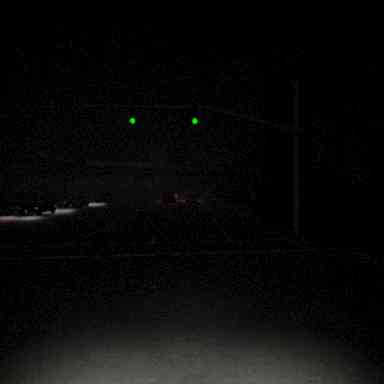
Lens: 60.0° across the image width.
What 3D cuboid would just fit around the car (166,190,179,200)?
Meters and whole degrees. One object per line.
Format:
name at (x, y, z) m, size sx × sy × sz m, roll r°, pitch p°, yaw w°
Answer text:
car at (-3.533, 0.586, 61.937) m, size 2.097 × 1.767 × 4.553 m, roll 0°, pitch 1°, yaw 0°

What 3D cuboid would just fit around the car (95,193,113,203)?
car at (-14.046, 0.887, 53.213) m, size 2.128 × 1.511 × 4.902 m, roll 0°, pitch 1°, yaw 0°

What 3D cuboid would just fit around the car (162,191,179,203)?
car at (-3.527, 0.912, 51.699) m, size 1.882 × 1.535 × 5.008 m, roll 0°, pitch 1°, yaw 0°

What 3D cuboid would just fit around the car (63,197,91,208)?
car at (-14.043, 1.231, 40.764) m, size 1.895 × 1.301 × 4.718 m, roll 0°, pitch 1°, yaw 0°

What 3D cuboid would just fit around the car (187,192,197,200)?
car at (-0.033, 0.754, 62.422) m, size 1.812 × 1.442 × 4.674 m, roll 0°, pitch 1°, yaw 0°

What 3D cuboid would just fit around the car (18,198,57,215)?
car at (-14.095, 1.312, 30.606) m, size 1.812 × 1.442 × 4.674 m, roll 0°, pitch 1°, yaw 0°

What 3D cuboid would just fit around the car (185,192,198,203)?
car at (-0.027, 0.952, 52.296) m, size 1.812 × 1.442 × 4.674 m, roll 0°, pitch 1°, yaw 0°
